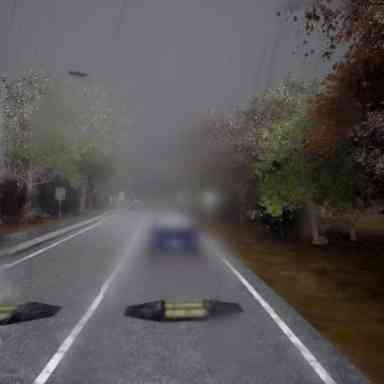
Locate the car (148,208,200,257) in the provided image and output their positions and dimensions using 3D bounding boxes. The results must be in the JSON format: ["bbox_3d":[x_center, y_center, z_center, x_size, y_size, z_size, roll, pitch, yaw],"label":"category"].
[{"bbox_3d":[-0.789,1.631,13.800,1.882,1.535,5.008,0,-1,-5],"label":"car"}]

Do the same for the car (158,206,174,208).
[{"bbox_3d":[-2.130,1.835,27.060,2.033,1.411,5.357,0,-1,-5],"label":"car"}]

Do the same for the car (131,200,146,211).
[{"bbox_3d":[-8.157,2.079,51.012,2.097,1.767,4.553,0,-3,-5],"label":"car"}]
